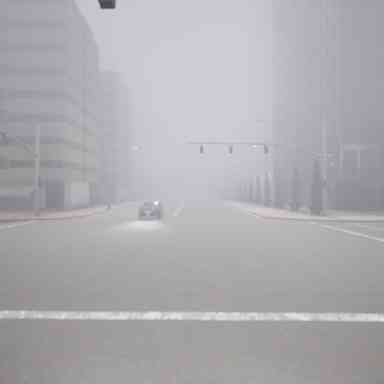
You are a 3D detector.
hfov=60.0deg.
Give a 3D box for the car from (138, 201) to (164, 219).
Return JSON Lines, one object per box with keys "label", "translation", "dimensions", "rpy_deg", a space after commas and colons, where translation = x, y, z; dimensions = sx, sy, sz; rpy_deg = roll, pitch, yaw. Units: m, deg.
{"label": "car", "translation": [-3.474, 1.512, 28.805], "dimensions": [2.128, 1.511, 4.902], "rpy_deg": [0, 0, 0]}
